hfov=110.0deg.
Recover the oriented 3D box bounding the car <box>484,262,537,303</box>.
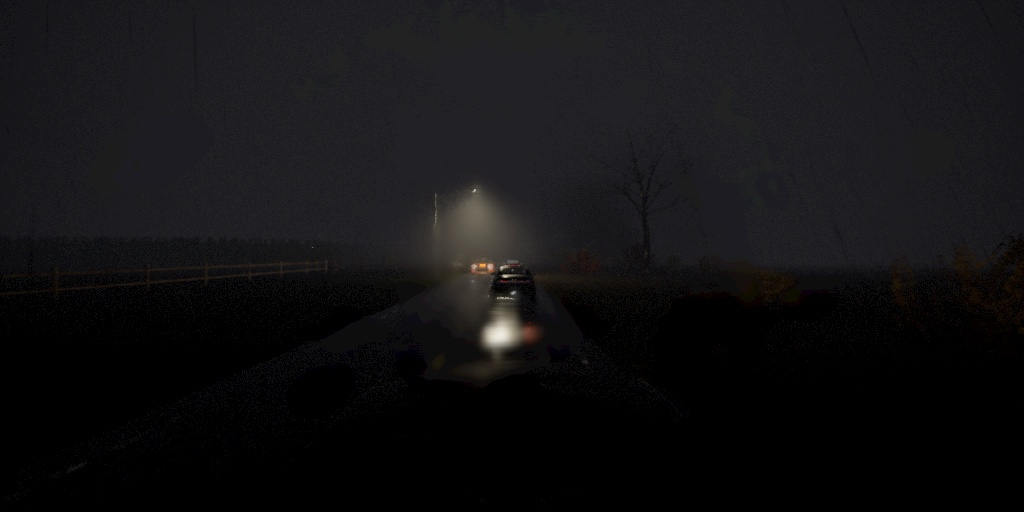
[{"bbox_3d":[0.086,1.190,16.153,2.128,1.511,4.902,0,0,0],"label":"car"}]

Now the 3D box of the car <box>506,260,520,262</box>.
[{"bbox_3d":[0.073,1.120,36.100,2.128,1.511,4.902,0,0,0],"label":"car"}]

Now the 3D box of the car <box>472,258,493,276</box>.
[{"bbox_3d":[-2.775,0.981,35.634,2.097,1.767,4.553,0,0,0],"label":"car"}]
